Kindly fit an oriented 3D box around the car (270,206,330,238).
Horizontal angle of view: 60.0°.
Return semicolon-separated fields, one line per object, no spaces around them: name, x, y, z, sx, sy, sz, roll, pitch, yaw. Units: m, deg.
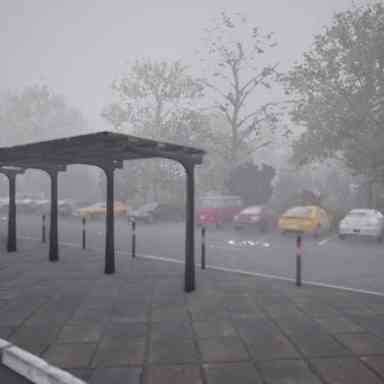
car;6.344;1.505;18.181;2.097;1.535;5.008;0;0;35

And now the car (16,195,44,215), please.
car;-14.016;1.393;32.654;2.097;1.535;5.008;0;0;35

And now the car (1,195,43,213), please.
car;-16.279;1.381;34.262;2.097;1.535;5.008;0;0;35

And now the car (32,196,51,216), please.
car;-11.752;1.407;31.048;2.231;1.521;4.892;0;0;35

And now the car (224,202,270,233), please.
car;4.081;1.532;19.791;2.002;1.452;4.674;0;0;35

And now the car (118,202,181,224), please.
car;-2.721;1.484;24.590;2.163;1.488;4.792;0;0;35

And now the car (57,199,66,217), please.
car;-9.477;1.447;29.460;2.163;1.488;4.792;0;0;35

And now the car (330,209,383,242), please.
car;8.609;1.558;16.577;2.002;1.452;4.674;0;0;35

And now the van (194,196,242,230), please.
van;1.889;1.254;21.495;1.878;1.987;4.442;0;0;35

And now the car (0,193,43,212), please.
car;-18.561;1.117;35.841;2.435;2.045;5.566;0;0;35

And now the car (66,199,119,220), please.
car;-7.338;1.427;27.678;1.946;1.575;5.366;0;0;35
